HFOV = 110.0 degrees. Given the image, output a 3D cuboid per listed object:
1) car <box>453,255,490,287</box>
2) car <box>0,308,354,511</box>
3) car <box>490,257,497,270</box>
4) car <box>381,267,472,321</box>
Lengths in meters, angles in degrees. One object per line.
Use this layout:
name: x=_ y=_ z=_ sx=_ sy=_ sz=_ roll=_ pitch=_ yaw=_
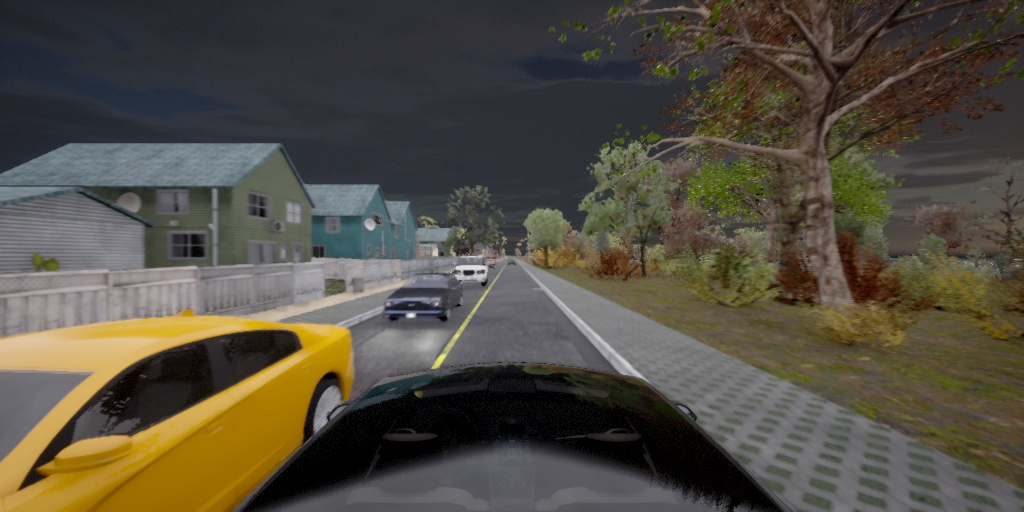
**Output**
car: x=-2.817 y=0.967 z=24.948 sx=2.150 sy=2.045 sz=5.566 roll=0 pitch=1 yaw=-3
car: x=-2.853 y=1.232 z=2.317 sx=1.882 sy=1.535 sz=5.008 roll=0 pitch=0 yaw=0
car: x=-2.781 y=0.843 z=41.738 sx=1.882 sy=1.535 sz=5.008 roll=0 pitch=0 yaw=0
car: x=-2.857 y=1.300 z=12.778 sx=2.033 sy=1.411 sz=5.357 roll=0 pitch=0 yaw=0
